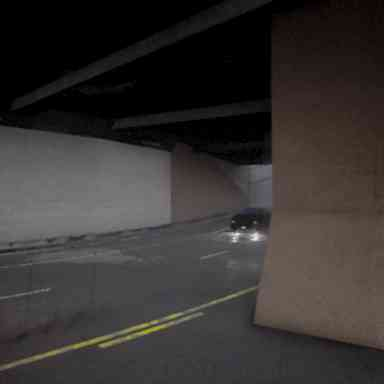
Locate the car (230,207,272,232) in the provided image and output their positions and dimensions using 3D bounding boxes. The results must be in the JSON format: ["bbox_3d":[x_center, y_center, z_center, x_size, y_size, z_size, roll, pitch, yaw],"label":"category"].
[{"bbox_3d":[4.066,1.707,21.996,2.033,1.411,5.357,-1,-1,23],"label":"car"}]
